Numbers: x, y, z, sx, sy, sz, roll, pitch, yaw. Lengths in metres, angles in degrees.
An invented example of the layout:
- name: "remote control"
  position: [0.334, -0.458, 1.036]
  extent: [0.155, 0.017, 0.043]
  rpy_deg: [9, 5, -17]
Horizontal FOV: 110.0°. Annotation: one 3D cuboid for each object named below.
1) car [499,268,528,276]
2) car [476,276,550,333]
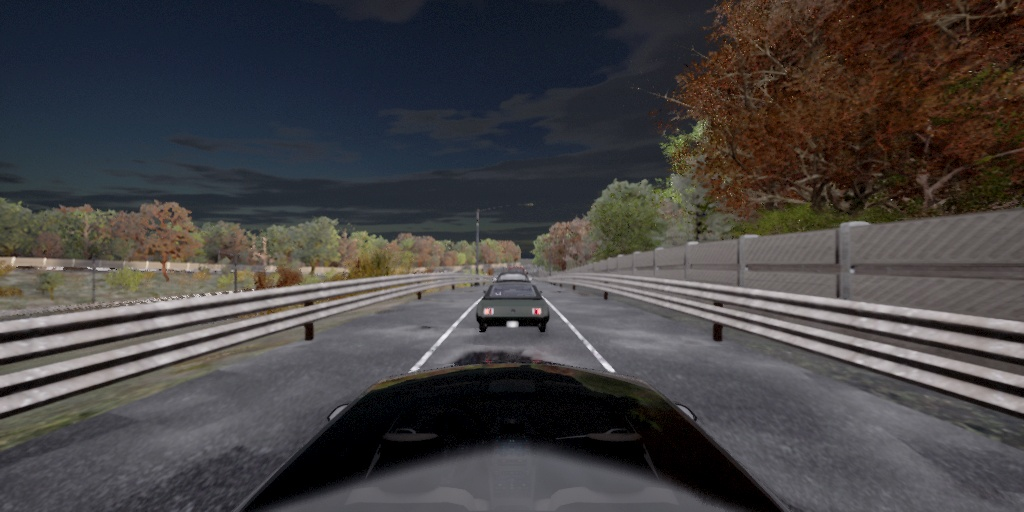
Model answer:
- name: "car"
  position: [0.040, 1.553, 18.740]
  extent: [1.882, 1.535, 5.008]
  rpy_deg: [0, -2, 0]
- name: "car"
  position: [0.021, 1.465, 11.189]
  extent: [1.895, 1.301, 4.718]
  rpy_deg: [0, -1, 0]
